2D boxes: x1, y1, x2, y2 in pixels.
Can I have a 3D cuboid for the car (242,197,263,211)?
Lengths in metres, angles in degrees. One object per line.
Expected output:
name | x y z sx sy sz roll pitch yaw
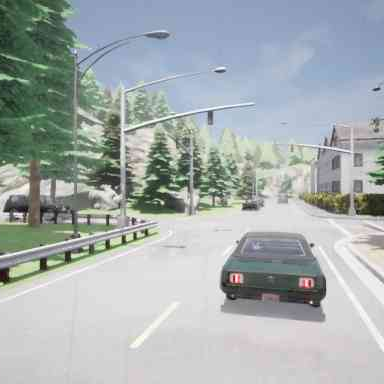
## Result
car | 7.332 1.601 41.207 1.895 1.301 4.718 0 0 16

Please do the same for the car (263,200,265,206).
car | 10.072 1.491 51.024 2.128 1.511 4.902 0 0 16

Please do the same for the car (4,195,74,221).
car | -12.368 1.237 26.911 5.566 2.045 2.150 0 0 15

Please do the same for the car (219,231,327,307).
car | 1.986 1.601 8.067 1.895 1.301 4.718 0 0 15

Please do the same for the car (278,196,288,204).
car | 17.362 1.547 63.527 2.033 1.411 5.357 0 0 16
